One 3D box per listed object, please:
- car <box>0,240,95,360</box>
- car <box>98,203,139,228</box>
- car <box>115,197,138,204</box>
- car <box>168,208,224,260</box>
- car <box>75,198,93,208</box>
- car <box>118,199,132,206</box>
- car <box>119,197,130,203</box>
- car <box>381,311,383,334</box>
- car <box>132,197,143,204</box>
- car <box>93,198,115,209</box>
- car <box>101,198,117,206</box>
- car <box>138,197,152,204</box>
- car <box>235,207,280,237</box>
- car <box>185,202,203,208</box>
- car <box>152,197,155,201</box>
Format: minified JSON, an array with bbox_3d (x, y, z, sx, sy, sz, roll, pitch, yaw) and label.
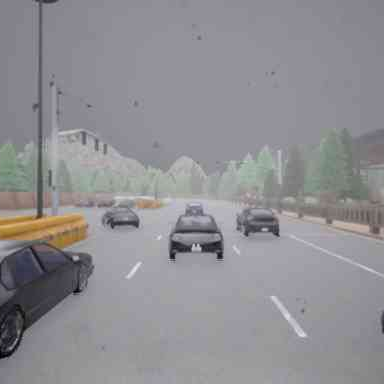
[{"bbox_3d":[-3.377,1.589,5.947,2.033,1.411,5.357,0,0,0],"label":"car"},{"bbox_3d":[-5.172,1.727,23.624,1.994,1.385,4.181,0,-1,-24],"label":"car"},{"bbox_3d":[-10.338,1.872,53.066,1.837,1.490,4.892,0,-1,1],"label":"car"},{"bbox_3d":[0.150,1.580,12.744,2.128,1.511,4.902,0,0,0],"label":"car"},{"bbox_3d":[-17.327,1.723,53.912,2.097,1.767,4.553,0,0,1],"label":"car"},{"bbox_3d":[-13.708,2.068,68.441,1.895,1.301,4.718,0,0,0],"label":"car"},{"bbox_3d":[-17.138,2.095,84.315,1.812,1.442,4.674,0,0,0],"label":"car"},{"bbox_3d":[3.616,1.546,2.836,1.812,1.442,4.674,0,0,0],"label":"car"},{"bbox_3d":[-13.641,2.094,83.672,2.128,1.511,4.902,0,0,0],"label":"car"},{"bbox_3d":[-13.832,1.969,53.470,1.895,1.301,4.718,0,0,1],"label":"car"},{"bbox_3d":[-17.205,2.017,69.068,2.033,1.411,5.357,0,0,0],"label":"car"},{"bbox_3d":[-10.210,1.993,68.243,2.128,1.511,4.902,0,0,0],"label":"car"},{"bbox_3d":[3.677,1.640,19.120,1.837,1.490,4.892,0,0,0],"label":"car"},{"bbox_3d":[0.251,1.776,36.017,1.812,1.442,4.674,0,0,0],"label":"car"},{"bbox_3d":[-10.143,2.092,83.249,1.812,1.442,4.674,0,0,0],"label":"car"}]
